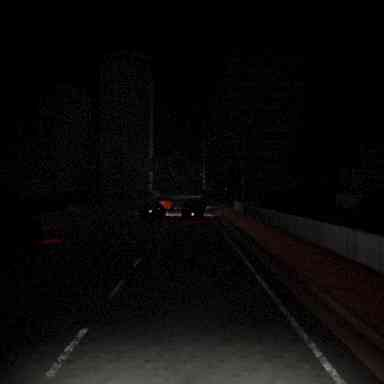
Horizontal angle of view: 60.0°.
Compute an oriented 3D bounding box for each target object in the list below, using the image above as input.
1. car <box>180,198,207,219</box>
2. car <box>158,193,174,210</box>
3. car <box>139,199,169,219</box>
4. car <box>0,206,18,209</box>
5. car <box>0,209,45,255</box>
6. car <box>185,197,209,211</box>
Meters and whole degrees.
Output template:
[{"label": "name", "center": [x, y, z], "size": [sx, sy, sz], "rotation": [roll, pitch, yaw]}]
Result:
[{"label": "car", "center": [0.074, 1.497, 28.630], "size": [1.837, 1.490, 4.892], "rotation": [0, 0, 0]}, {"label": "car", "center": [-3.409, 1.330, 42.019], "size": [2.097, 1.767, 4.553], "rotation": [0, 0, 0]}, {"label": "car", "center": [-3.426, 1.554, 29.488], "size": [1.994, 1.385, 4.181], "rotation": [0, 0, 1]}, {"label": "car", "center": [-10.549, 1.520, 18.022], "size": [1.812, 1.442, 4.674], "rotation": [0, 0, 0]}, {"label": "car", "center": [-7.084, 1.544, 11.642], "size": [2.033, 1.411, 5.357], "rotation": [0, 0, 0]}, {"label": "car", "center": [0.671, 1.474, 41.874], "size": [2.128, 1.511, 4.902], "rotation": [0, 0, 12]}]
